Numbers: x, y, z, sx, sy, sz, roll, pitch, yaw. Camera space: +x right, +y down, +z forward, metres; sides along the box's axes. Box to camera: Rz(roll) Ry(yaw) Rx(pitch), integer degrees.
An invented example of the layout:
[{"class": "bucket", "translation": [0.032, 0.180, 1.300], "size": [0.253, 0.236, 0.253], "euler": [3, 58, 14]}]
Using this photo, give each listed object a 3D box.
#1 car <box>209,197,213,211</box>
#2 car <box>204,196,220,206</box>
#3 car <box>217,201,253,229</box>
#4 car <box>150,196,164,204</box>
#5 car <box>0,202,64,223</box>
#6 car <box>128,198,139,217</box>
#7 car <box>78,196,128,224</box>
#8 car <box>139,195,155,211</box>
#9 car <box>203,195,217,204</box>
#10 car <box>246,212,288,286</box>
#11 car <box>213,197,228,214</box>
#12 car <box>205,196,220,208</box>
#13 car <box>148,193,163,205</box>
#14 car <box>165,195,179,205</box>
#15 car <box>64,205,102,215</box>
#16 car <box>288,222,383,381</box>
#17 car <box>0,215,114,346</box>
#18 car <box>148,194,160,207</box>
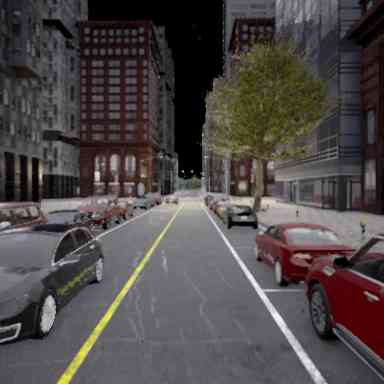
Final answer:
[{"class": "car", "translation": [2.863, 1.380, 31.647], "size": [1.802, 1.307, 4.206], "euler": [0, 0, 0]}, {"class": "car", "translation": [2.866, 1.272, 48.564], "size": [1.947, 1.339, 4.313], "euler": [0, 0, 0]}, {"class": "car", "translation": [2.861, 1.433, 20.368], "size": [1.947, 1.339, 4.313], "euler": [0, 0, 0]}, {"class": "car", "translation": [-5.658, 1.262, 54.208], "size": [1.802, 1.307, 4.206], "euler": [0, 0, 0]}, {"class": "car", "translation": [-5.667, 1.255, 9.098], "size": [2.192, 1.841, 5.009], "euler": [0, 0, 0]}, {"class": "car", "translation": [-5.663, 1.376, 26.015], "size": [1.887, 1.381, 4.507], "euler": [0, 0, 0]}, {"class": "car", "translation": [-5.665, 1.182, 20.374], "size": [2.192, 1.841, 5.009], "euler": [0, 0, 0]}, {"class": "car", "translation": [-5.661, 1.331, 37.293], "size": [1.947, 1.339, 4.313], "euler": [0, 0, 0]}, {"class": "car", "translation": [2.867, 1.246, 54.205], "size": [1.947, 1.339, 4.313], "euler": [0, 0, 0]}, {"class": "car", "translation": [2.858, 1.485, 9.089], "size": [1.887, 1.381, 4.507], "euler": [0, 0, 0]}, {"class": "car", "translation": [2.861, 1.356, 26.178], "size": [1.752, 1.417, 4.829], "euler": [0, 0, 0]}, {"class": "car", "translation": [2.864, 1.206, 37.286], "size": [1.967, 1.590, 4.097], "euler": [0, 0, 0]}, {"class": "car", "translation": [-5.660, 1.021, 48.568], "size": [2.192, 1.841, 5.009], "euler": [0, 0, 0]}, {"class": "car", "translation": [-3.058, 1.189, 50.644], "size": [2.128, 1.511, 4.902], "euler": [0, 0, 0]}, {"class": "car", "translation": [-5.666, 1.469, 14.738], "size": [1.947, 1.339, 4.313], "euler": [0, 0, 0]}, {"class": "car", "translation": [2.857, 1.292, 3.448], "size": [2.192, 1.841, 5.009], "euler": [0, 0, 0]}, {"class": "car", "translation": [-3.099, 1.461, 6.562], "size": [1.837, 1.490, 4.892], "euler": [0, 0, 0]}, {"class": "car", "translation": [-5.660, 1.301, 42.931], "size": [1.947, 1.339, 4.313], "euler": [0, 0, 0]}]
